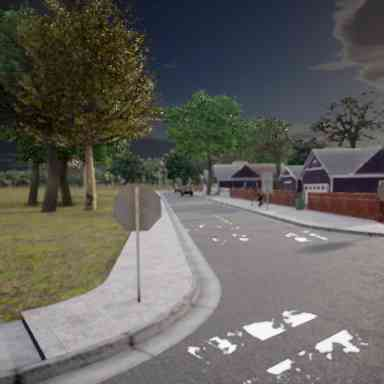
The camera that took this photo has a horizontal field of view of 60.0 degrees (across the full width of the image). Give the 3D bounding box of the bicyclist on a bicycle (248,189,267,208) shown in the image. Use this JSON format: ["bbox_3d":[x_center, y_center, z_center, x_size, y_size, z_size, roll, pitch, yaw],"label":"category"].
[{"bbox_3d":[5.645,0.591,28.615,1.656,1.620,0.582,-2,1,-6],"label":"bicyclist on a bicycle"}]

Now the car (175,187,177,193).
[{"bbox_3d":[-3.604,-0.547,87.815,1.882,1.535,5.008,-1,2,-6],"label":"car"}]

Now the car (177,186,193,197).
[{"bbox_3d":[-1.019,-0.190,63.202,2.150,2.045,5.566,-1,2,-6],"label":"car"}]
